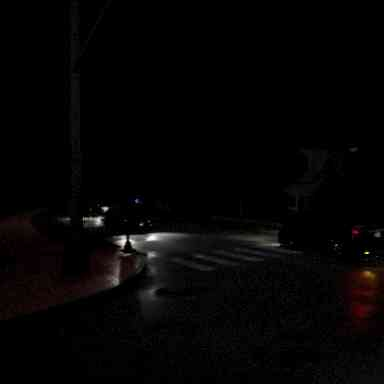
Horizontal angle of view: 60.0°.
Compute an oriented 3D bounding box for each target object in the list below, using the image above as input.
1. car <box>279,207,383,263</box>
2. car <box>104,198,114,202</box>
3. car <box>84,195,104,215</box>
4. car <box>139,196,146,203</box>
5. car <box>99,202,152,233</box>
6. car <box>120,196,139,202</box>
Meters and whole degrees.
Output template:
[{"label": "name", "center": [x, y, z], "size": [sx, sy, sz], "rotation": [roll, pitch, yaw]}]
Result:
[{"label": "car", "center": [5.235, 1.403, 12.603], "size": [2.097, 1.767, 4.553], "rotation": [-2, 0, -19]}, {"label": "car", "center": [-13.860, 1.645, 53.331], "size": [1.994, 1.385, 4.181], "rotation": [0, 0, -1]}, {"label": "car", "center": [-10.853, 1.318, 35.337], "size": [2.150, 2.045, 5.566], "rotation": [0, 1, -18]}, {"label": "car", "center": [-9.837, 1.505, 61.533], "size": [1.882, 1.535, 5.008], "rotation": [0, 0, 9]}, {"label": "car", "center": [-4.129, 1.621, 21.103], "size": [1.837, 1.490, 4.892], "rotation": [0, 0, -31]}, {"label": "car", "center": [-10.015, 1.547, 51.488], "size": [2.128, 1.511, 4.902], "rotation": [0, 0, -2]}]
